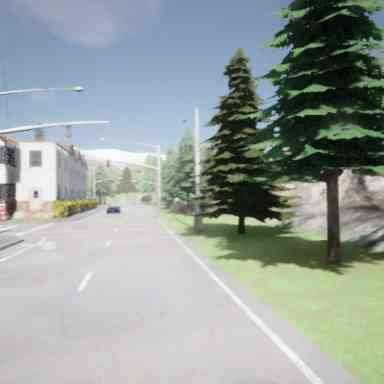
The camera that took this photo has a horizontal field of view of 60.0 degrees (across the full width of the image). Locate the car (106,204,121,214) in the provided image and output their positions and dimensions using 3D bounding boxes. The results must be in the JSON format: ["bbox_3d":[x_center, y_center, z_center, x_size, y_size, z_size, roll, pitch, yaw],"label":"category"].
[{"bbox_3d":[-11.037,2.393,47.112,1.895,1.301,4.718,-1,-1,-10],"label":"car"}]
